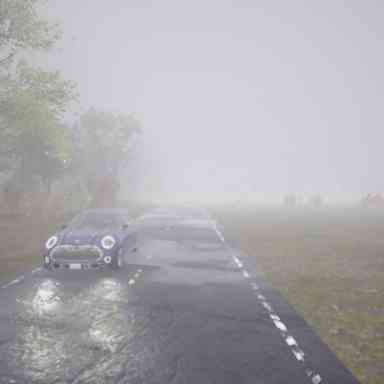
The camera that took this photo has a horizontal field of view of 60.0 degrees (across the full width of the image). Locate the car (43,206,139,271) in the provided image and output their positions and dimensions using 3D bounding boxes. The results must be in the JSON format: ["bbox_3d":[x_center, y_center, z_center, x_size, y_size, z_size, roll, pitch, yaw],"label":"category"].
[{"bbox_3d":[-3.101,1.388,11.081,2.097,1.767,4.553,0,0,0],"label":"car"}]
